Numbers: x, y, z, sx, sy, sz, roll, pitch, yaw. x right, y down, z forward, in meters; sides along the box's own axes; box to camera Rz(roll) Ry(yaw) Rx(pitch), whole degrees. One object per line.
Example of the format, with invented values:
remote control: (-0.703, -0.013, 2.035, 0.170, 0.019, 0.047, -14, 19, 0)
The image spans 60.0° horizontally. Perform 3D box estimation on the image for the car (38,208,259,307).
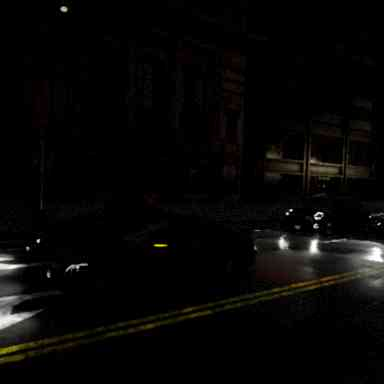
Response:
car: (-0.608, 1.236, 7.257, 4.674, 1.442, 1.812, 1, 2, -32)

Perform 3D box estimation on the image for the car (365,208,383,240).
car: (9.527, 1.381, 13.998, 4.181, 1.385, 1.994, 1, 2, -34)

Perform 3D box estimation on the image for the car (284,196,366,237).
car: (6.538, 1.007, 15.898, 4.553, 1.767, 2.097, 1, 2, -34)

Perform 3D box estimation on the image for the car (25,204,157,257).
car: (-2.065, 1.108, 10.180, 5.357, 1.411, 2.033, 1, 2, -34)
